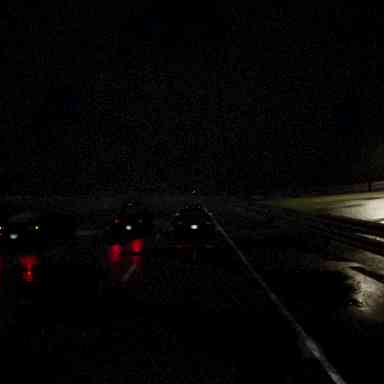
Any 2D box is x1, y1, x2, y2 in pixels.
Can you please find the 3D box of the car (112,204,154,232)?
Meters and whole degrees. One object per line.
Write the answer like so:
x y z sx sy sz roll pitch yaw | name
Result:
-3.392 1.611 20.080 1.895 1.301 4.718 0 0 0 | car

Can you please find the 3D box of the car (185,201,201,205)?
0.115 1.624 36.193 1.895 1.301 4.718 0 0 0 | car

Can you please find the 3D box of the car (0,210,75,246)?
-6.894 1.533 15.197 1.812 1.442 4.674 0 0 0 | car

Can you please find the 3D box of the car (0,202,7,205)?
-17.584 1.580 29.391 1.994 1.385 4.181 0 0 0 | car

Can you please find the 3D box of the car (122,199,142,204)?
-6.884 1.531 38.048 1.837 1.490 4.892 0 0 0 | car

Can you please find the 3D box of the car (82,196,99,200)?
-20.972 1.619 70.121 1.812 1.442 4.674 0 0 0 | car

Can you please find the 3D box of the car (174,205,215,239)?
0.107 1.573 17.313 1.994 1.385 4.181 0 0 0 | car

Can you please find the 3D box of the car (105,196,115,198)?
-17.472 1.596 70.536 1.837 1.490 4.892 0 0 0 | car

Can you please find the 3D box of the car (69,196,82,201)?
-24.472 1.621 70.538 2.128 1.511 4.902 0 0 0 | car
